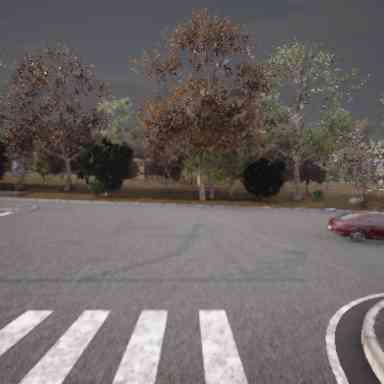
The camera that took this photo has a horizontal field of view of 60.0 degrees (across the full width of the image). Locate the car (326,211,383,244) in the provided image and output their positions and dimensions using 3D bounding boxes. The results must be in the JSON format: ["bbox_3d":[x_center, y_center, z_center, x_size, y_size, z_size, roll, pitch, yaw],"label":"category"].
[{"bbox_3d":[8.946,1.683,16.000,4.674,1.442,1.812,4,4,2],"label":"car"}]
